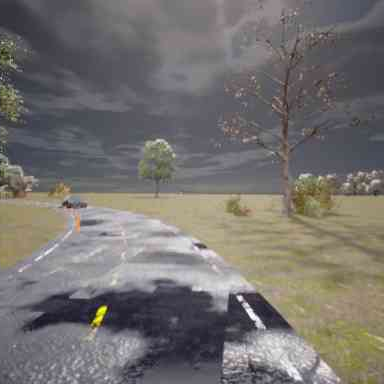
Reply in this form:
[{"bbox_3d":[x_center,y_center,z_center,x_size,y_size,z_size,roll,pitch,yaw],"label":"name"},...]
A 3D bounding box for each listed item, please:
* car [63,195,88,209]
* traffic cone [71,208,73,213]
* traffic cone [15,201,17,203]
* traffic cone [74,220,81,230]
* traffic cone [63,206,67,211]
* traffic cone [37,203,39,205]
[{"bbox_3d":[-14.547,1.136,41.315,2.097,1.767,4.553,0,0,-34],"label":"car"},{"bbox_3d":[-11.776,1.798,32.611,0.340,0.580,0.340,0,0,-27],"label":"traffic cone"},{"bbox_3d":[-29.361,1.548,55.515,0.340,0.580,0.340,1,0,42],"label":"traffic cone"},{"bbox_3d":[-6.571,1.880,19.072,0.340,0.580,0.340,0,0,-16],"label":"traffic cone"},{"bbox_3d":[-14.075,1.765,36.871,0.340,0.580,0.340,0,0,-30],"label":"traffic cone"},{"bbox_3d":[-22.536,1.646,48.653,0.340,0.580,0.340,0,0,-41],"label":"traffic cone"}]
